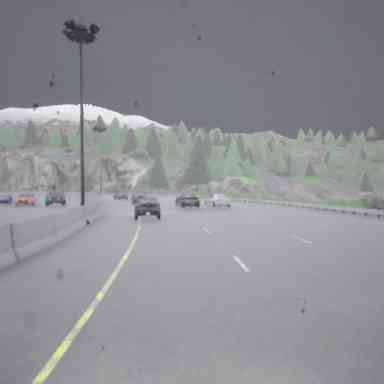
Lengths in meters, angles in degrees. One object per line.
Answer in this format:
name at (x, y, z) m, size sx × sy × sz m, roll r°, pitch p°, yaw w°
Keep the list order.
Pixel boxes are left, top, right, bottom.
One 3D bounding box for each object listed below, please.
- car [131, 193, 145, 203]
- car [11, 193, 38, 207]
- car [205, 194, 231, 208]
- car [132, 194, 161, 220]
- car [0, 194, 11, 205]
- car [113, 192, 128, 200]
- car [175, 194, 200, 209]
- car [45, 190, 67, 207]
car at (-7.334, 0.879, 46.163) m, size 1.837 × 1.490 × 4.892 m, roll -1°, pitch 1°, yaw -18°
car at (-20.738, 0.899, 41.647) m, size 2.097 × 1.767 × 4.553 m, roll -1°, pitch 1°, yaw -18°
car at (2.804, 0.961, 36.672) m, size 1.812 × 1.442 × 4.674 m, roll 0°, pitch 1°, yaw -14°
car at (-3.313, 1.166, 24.637) m, size 1.837 × 1.490 × 4.892 m, roll -1°, pitch 1°, yaw -10°
car at (-25.657, 1.007, 45.346) m, size 1.882 × 1.535 × 5.008 m, roll -1°, pitch 1°, yaw -19°
car at (-13.219, 0.741, 61.567) m, size 2.033 × 1.411 × 5.357 m, roll -1°, pitch 1°, yaw -24°
car at (-0.553, 0.968, 35.674) m, size 2.128 × 1.511 × 4.902 m, roll 0°, pitch 1°, yaw -14°
car at (-17.212, 0.730, 42.214) m, size 2.150 × 2.045 × 5.566 m, roll -1°, pitch 1°, yaw -17°
